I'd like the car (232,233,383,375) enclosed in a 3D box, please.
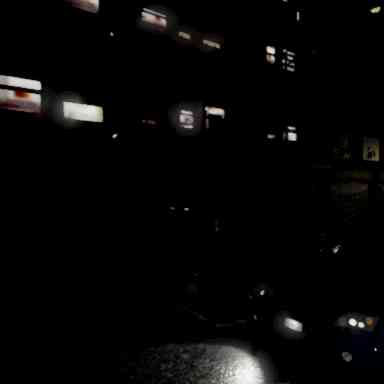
[{"bbox_3d":[2.941,1.526,5.471,4.181,1.385,1.994,0,0,-35],"label":"car"}]

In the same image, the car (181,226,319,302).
[{"bbox_3d":[1.771,1.525,7.838,4.313,1.339,1.947,0,0,-36],"label":"car"}]
